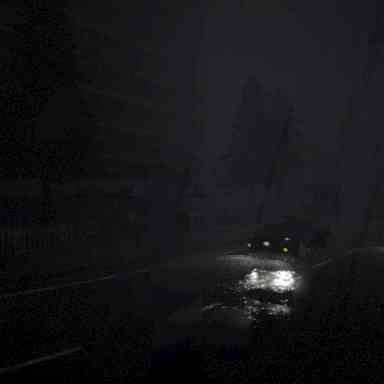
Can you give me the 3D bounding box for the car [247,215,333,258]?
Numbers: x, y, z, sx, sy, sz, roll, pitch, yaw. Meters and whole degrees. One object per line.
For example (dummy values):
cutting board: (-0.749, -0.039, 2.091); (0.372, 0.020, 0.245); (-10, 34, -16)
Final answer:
car: (3.959, 1.640, 13.178); (1.994, 1.385, 4.181); (0, 0, 43)
